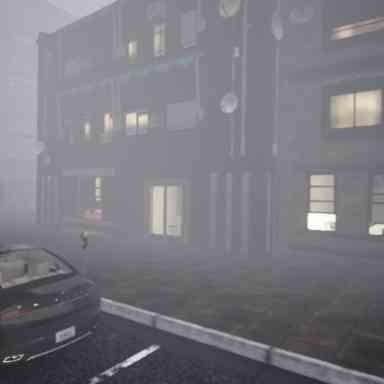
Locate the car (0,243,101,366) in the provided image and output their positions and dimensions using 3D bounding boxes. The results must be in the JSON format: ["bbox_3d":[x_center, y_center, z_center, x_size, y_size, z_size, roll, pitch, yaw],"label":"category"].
[{"bbox_3d":[-3.352,1.527,5.410,4.403,1.369,2.008,0,1,36],"label":"car"}]
